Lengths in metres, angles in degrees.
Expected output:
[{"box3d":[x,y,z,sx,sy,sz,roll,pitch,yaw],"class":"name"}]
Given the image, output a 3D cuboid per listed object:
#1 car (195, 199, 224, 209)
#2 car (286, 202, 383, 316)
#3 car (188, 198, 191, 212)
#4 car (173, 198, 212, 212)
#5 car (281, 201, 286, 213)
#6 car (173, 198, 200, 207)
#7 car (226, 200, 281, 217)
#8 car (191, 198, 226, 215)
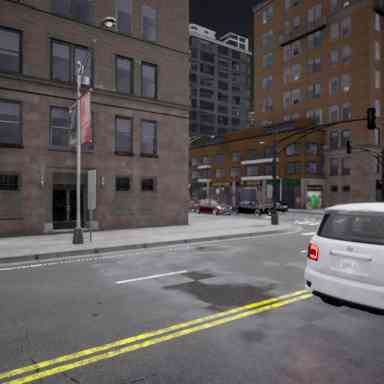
[{"box3d":[2.310,1.594,45.968,1.802,1.307,4.206,0,0,-35],"class":"car"},{"box3d":[4.639,1.223,6.757,5.566,2.045,2.150,0,0,-36],"class":"car"},{"box3d":[-1.058,1.421,36.834,1.967,1.590,4.097,0,0,-35],"class":"car"},{"box3d":[-0.022,1.482,39.764,2.128,1.511,4.902,0,0,-35],"class":"car"},{"box3d":[8.676,1.580,36.969,1.947,1.339,4.313,0,0,-35],"class":"car"},{"box3d":[-0.872,1.579,50.466,1.947,1.339,4.313,0,0,-35],"class":"car"},{"box3d":[5.716,1.595,31.651,1.895,1.301,4.718,0,0,-35],"class":"car"},{"box3d":[2.125,1.423,32.335,1.967,1.590,4.097,0,0,-35],"class":"car"}]
